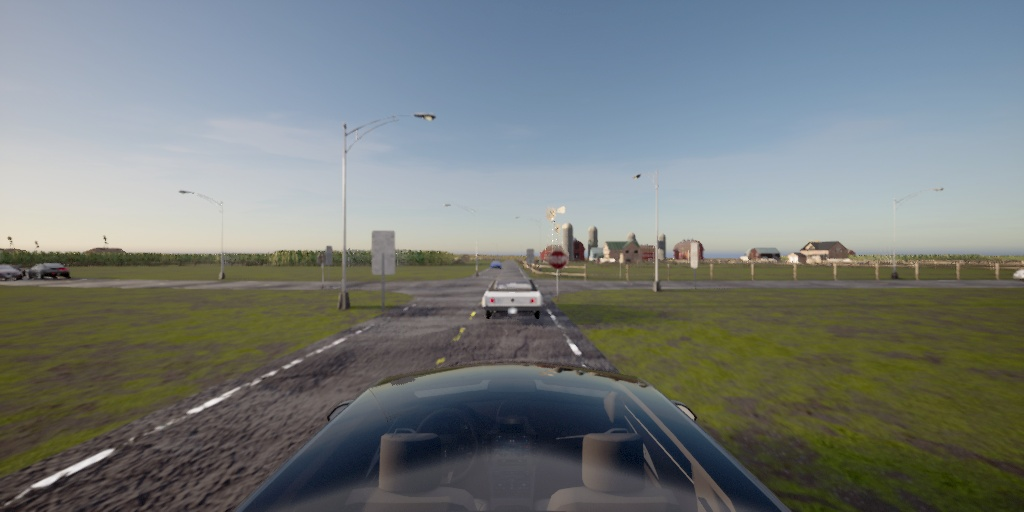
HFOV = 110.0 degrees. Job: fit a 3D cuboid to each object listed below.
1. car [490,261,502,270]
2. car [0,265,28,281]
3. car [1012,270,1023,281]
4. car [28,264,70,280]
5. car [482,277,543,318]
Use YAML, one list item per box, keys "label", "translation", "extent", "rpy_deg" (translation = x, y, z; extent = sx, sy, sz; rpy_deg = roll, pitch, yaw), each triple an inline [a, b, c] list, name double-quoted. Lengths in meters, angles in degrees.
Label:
- label: "car"
  translation: [-2.778, 1.575, 62.872]
  extent: [1.882, 1.535, 5.008]
  rpy_deg: [0, 0, 1]
- label: "car"
  translation: [-46.573, 1.533, 32.513]
  extent: [4.674, 1.442, 1.812]
  rpy_deg: [0, 0, 22]
- label: "car"
  translation: [44.044, 1.386, 29.231]
  extent: [4.674, 1.442, 1.812]
  rpy_deg: [0, 0, -1]
- label: "car"
  translation: [-45.435, 1.502, 35.116]
  extent: [4.892, 1.490, 1.837]
  rpy_deg: [0, 0, 23]
- label: "car"
  translation: [0.036, 1.415, 13.219]
  extent: [1.895, 1.301, 4.718]
  rpy_deg: [0, 0, 0]
